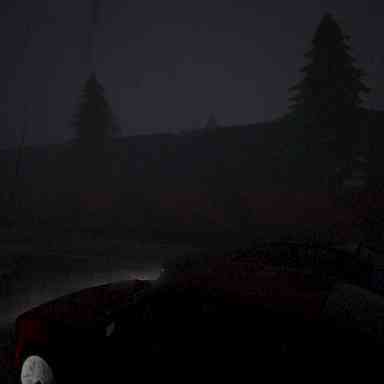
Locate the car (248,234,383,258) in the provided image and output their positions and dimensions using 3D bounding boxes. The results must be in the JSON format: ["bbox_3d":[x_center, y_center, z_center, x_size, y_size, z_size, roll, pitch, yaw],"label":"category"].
[{"bbox_3d":[1.946,1.558,6.423,5.357,1.411,2.033,0,0,29],"label":"car"}]

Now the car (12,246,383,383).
[{"bbox_3d":[0.331,1.483,3.312,5.008,1.535,1.882,0,0,29],"label":"car"}]
